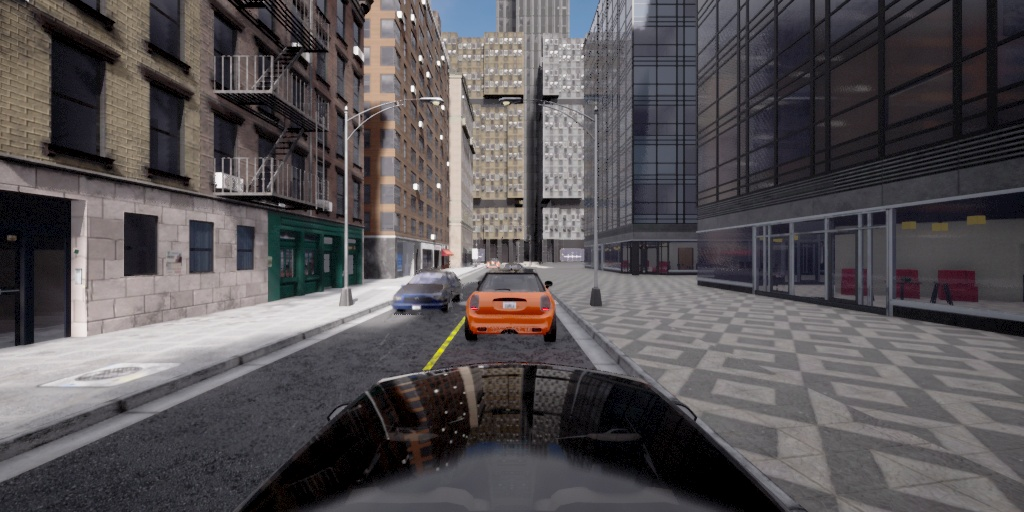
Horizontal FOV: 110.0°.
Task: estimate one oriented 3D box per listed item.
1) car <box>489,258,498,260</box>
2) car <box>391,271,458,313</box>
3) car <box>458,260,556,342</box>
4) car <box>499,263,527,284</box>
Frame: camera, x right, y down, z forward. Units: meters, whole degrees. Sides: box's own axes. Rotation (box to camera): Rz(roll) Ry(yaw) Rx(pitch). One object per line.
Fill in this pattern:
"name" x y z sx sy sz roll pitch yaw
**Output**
"car" -3.017 1.169 58.589 2.097 1.767 4.553 0 0 0
"car" -3.103 1.297 14.339 2.033 1.411 5.357 0 0 0
"car" 0.064 1.102 9.988 2.097 1.767 4.553 0 0 3
"car" 0.086 1.297 28.672 2.033 1.411 5.357 0 0 0
